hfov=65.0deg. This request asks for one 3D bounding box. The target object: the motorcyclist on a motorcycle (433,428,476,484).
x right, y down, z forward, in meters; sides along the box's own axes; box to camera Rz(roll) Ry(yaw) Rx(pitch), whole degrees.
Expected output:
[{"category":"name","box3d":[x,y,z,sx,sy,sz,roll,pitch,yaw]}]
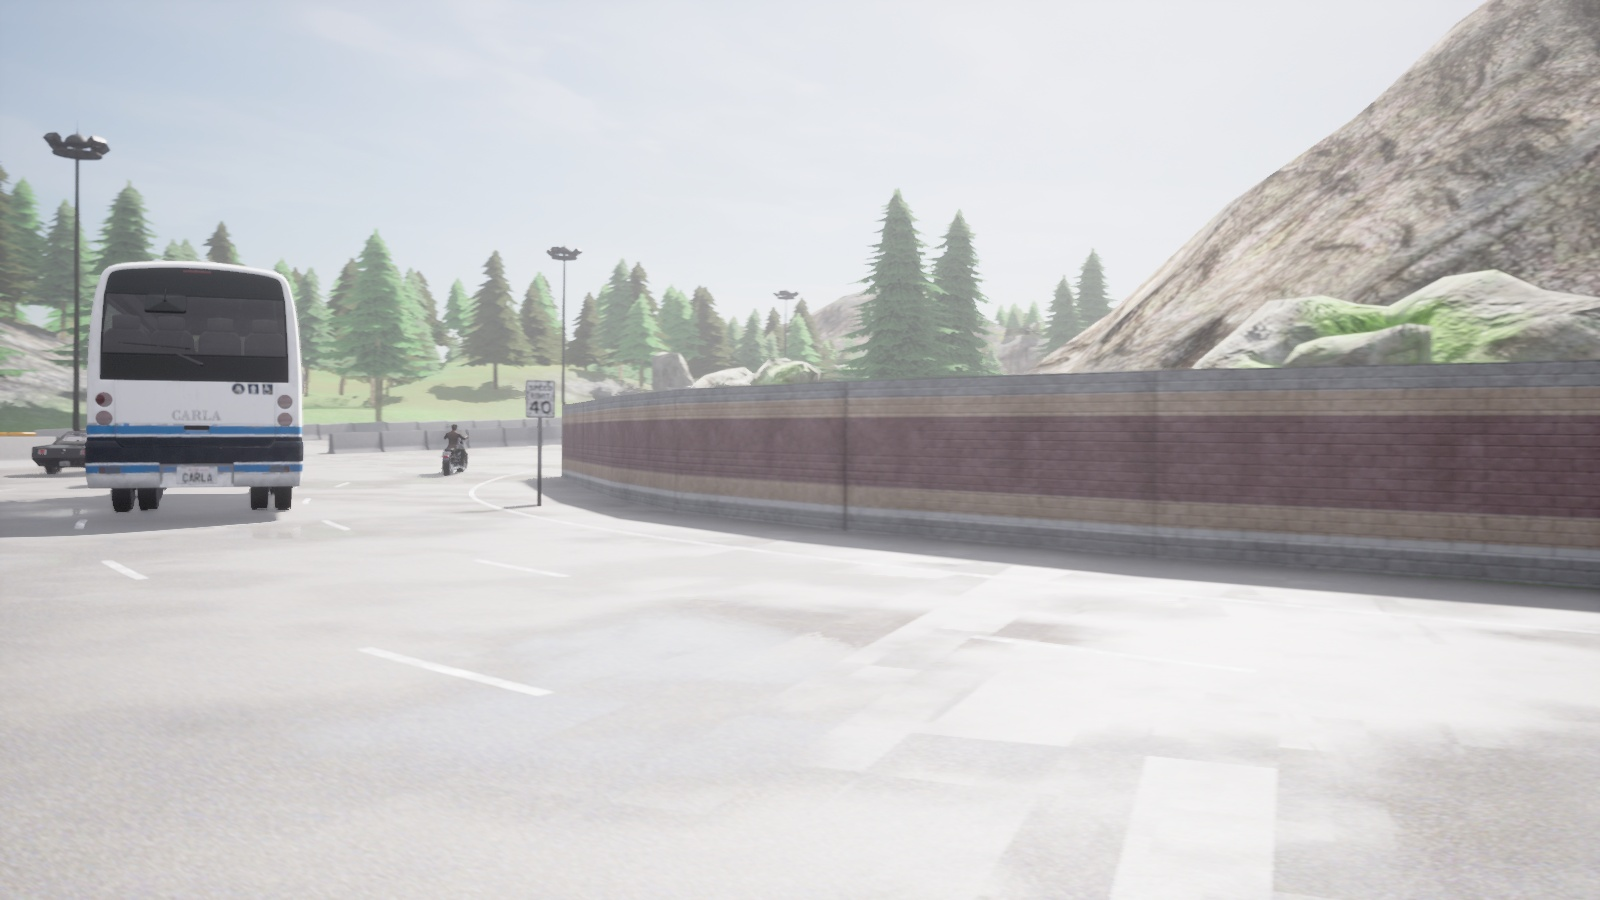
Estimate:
[{"category":"motorcyclist on a motorcycle","box3d":[-10.889,0.161,39.646,0.766,1.649,2.350,1,2,-1]}]

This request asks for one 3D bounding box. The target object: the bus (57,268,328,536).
[{"category":"bus","box3d":[-11.923,-0.838,25.430,3.944,4.253,10.273,-1,1,-23]}]

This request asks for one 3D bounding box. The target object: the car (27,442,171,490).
[{"category":"car","box3d":[-21.409,0.440,38.603,1.895,1.301,4.718,-1,1,-2]}]
